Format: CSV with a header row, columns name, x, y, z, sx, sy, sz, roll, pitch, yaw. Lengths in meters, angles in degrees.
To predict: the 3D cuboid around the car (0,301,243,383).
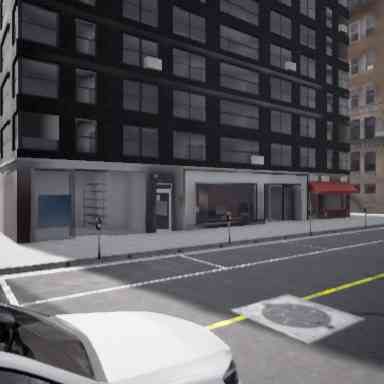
name,x,y,z,sx,sy,sz,roll,pitch,yaw
car,-1.705,1.519,2.218,4.674,1.442,1.812,0,0,-35
